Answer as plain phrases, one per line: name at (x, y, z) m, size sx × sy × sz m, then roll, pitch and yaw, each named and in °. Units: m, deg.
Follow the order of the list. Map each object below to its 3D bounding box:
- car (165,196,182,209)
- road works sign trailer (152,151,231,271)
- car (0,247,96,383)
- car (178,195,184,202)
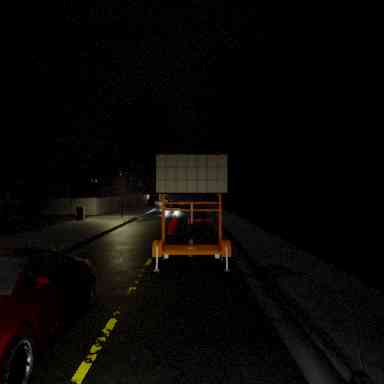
car at (-2.873, 1.616, 47.039) m, size 1.895 × 1.301 × 4.718 m, roll 0°, pitch 0°, yaw 0°
road works sign trailer at (-0.005, 0.464, 10.853) m, size 2.380 × 3.560 × 2.880 m, roll 0°, pitch 0°, yaw 0°
car at (-2.853, 1.563, 4.853) m, size 1.994 × 1.385 × 4.181 m, roll 0°, pitch 0°, yaw 0°
car at (-2.790, 1.536, 78.707) m, size 2.128 × 1.511 × 4.902 m, roll 0°, pitch 0°, yaw 0°
